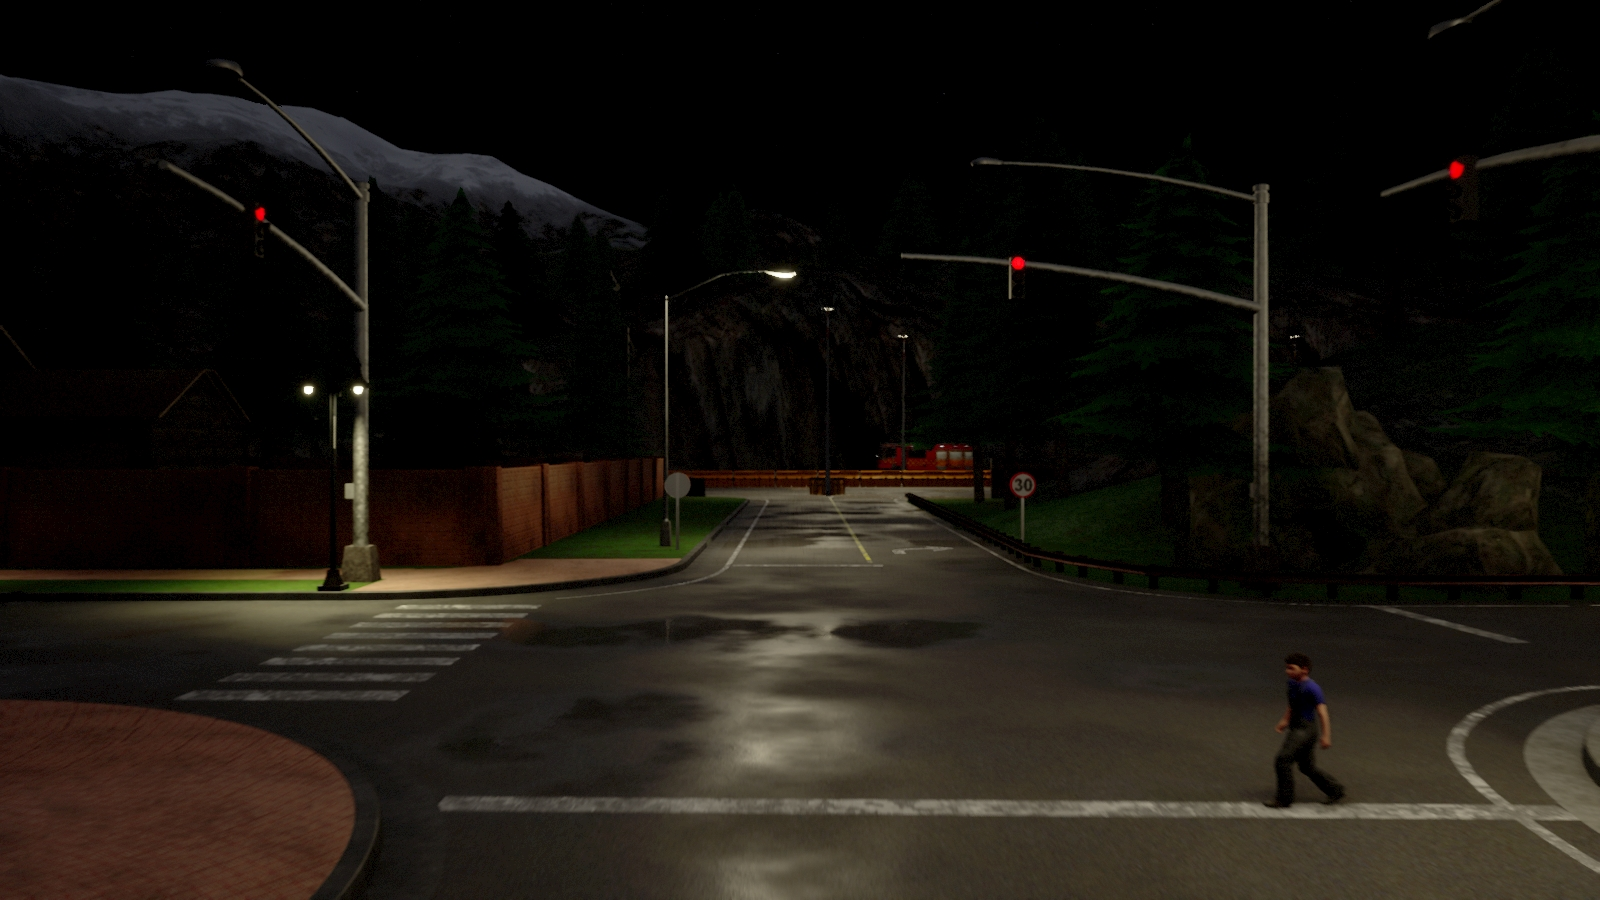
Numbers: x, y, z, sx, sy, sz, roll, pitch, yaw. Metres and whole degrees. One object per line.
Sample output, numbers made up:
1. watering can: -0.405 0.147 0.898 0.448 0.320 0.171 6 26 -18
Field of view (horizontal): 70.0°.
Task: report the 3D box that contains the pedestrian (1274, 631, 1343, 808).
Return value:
1. pedestrian: 3.999 2.109 8.995 0.375 1.300 0.375 0 0 1
